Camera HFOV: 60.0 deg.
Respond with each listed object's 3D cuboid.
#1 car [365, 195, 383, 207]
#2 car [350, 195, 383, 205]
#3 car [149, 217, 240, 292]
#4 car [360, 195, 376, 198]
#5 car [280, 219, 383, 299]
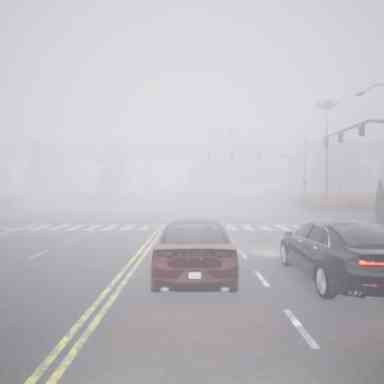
[{"bbox_3d":[25.364,1.164,43.682,4.181,1.385,1.994,0,1,0],"label":"car"},{"bbox_3d":[24.945,1.132,47.180,4.181,1.385,1.994,0,1,0],"label":"car"},{"bbox_3d":[0.060,1.397,8.726,1.882,1.535,5.008,0,1,0],"label":"car"},{"bbox_3d":[23.582,1.179,40.190,5.357,1.411,2.033,0,1,0],"label":"car"},{"bbox_3d":[3.558,1.429,8.212,1.837,1.490,4.892,0,1,0],"label":"car"}]
